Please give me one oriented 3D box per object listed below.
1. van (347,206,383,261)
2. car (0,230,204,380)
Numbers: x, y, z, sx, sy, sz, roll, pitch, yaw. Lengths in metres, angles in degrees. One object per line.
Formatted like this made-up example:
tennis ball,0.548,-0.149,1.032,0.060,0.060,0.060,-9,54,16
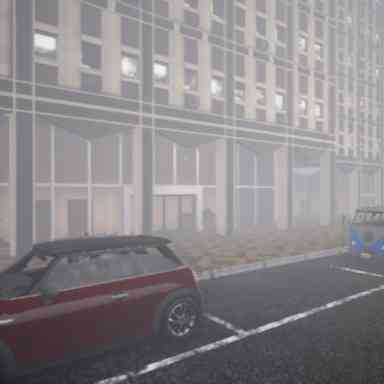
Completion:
van,6.772,1.334,10.925,3.998,1.788,1.690,0,0,-35
car,-1.885,1.440,4.834,4.097,1.590,1.967,0,0,-35
